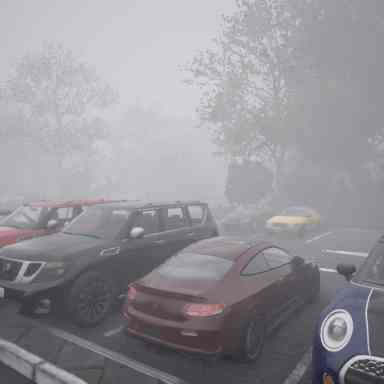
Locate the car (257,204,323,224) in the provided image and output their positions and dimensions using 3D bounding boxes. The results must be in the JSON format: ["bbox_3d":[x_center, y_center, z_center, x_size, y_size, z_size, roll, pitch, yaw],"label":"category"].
[{"bbox_3d":[5.733,1.481,18.294,1.946,1.575,5.366,0,0,35],"label":"car"}]

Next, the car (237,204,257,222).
[{"bbox_3d":[3.583,1.486,20.062,2.231,1.521,4.892,0,0,36],"label":"car"}]

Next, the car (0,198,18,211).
[{"bbox_3d":[-23.658,1.502,39.480,2.097,1.535,5.008,0,0,36],"label":"car"}]

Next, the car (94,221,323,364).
[{"bbox_3d":[0.850,1.522,5.935,2.002,1.452,4.674,0,0,36],"label":"car"}]

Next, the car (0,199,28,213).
[{"bbox_3d":[-21.490,1.537,37.937,2.002,1.452,4.674,0,0,36],"label":"car"}]

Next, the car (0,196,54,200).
[{"bbox_3d":[-3.730,1.233,9.170,2.435,2.045,5.566,0,0,35],"label":"car"}]

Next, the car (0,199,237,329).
[{"bbox_3d":[-1.448,1.232,7.542,2.435,2.045,5.566,0,0,35],"label":"car"}]

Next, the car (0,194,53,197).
[{"bbox_3d":[-16.971,1.242,34.682,2.435,2.045,5.566,0,0,36],"label":"car"}]

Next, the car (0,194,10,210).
[{"bbox_3d":[-25.940,1.256,41.080,2.435,2.045,5.566,0,0,35],"label":"car"}]

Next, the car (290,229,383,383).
[{"bbox_3d":[3.152,1.356,4.335,2.185,1.767,4.553,0,0,36],"label":"car"}]
